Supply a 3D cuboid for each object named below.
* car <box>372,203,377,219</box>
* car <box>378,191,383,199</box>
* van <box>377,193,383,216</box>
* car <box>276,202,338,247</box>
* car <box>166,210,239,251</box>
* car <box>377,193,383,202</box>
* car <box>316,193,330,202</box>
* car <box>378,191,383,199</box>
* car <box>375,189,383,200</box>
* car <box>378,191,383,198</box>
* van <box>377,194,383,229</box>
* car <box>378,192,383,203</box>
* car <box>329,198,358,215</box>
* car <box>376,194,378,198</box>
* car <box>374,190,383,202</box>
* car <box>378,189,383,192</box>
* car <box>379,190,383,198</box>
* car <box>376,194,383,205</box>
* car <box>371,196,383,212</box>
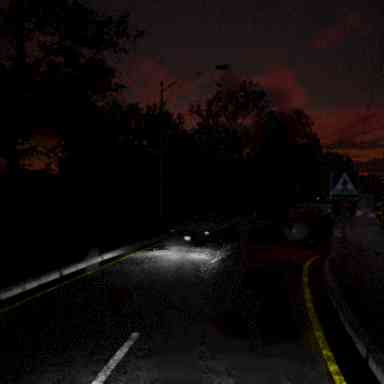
[{"bbox_3d":[14.828,1.500,21.647,5.008,1.535,2.097,1,1,9],"label":"car"},{"bbox_3d":[42.818,0.658,71.339,4.553,1.767,2.185,1,1,10],"label":"car"},{"bbox_3d":[13.498,1.280,19.014,4.442,1.987,1.878,1,1,9],"label":"van"},{"bbox_3d":[5.257,1.435,15.182,1.882,1.535,5.008,1,0,28],"label":"car"},{"bbox_3d":[0.593,1.481,13.901,1.994,1.385,4.181,1,0,23],"label":"car"},{"bbox_3d":[33.949,1.038,55.670,4.674,1.452,2.002,1,1,10],"label":"car"},{"bbox_3d":[20.023,0.904,49.809,2.097,1.767,4.553,1,1,30],"label":"car"},{"bbox_3d":[44.299,0.625,73.949,4.553,1.767,2.185,1,1,10],"label":"car"},{"bbox_3d":[39.857,0.600,66.103,5.566,2.045,2.435,1,2,10],"label":"car"},{"bbox_3d":[48.764,0.657,81.788,5.008,1.535,2.097,1,1,9],"label":"car"},{"bbox_3d":[12.049,1.283,16.386,4.442,1.987,1.878,1,1,9],"label":"van"},{"bbox_3d":[32.503,0.912,53.043,4.553,1.767,2.185,1,2,10],"label":"car"},{"bbox_3d":[15.062,1.353,32.778,1.837,1.490,4.892,1,1,29],"label":"car"},{"bbox_3d":[20.491,1.362,32.176,5.366,1.575,1.946,1,2,9],"label":"car"},{"bbox_3d":[35.415,0.709,58.257,5.566,2.045,2.435,1,2,9],"label":"car"},{"bbox_3d":[31.023,0.952,50.432,4.553,1.767,2.185,1,2,10],"label":"car"},{"bbox_3d":[47.323,0.564,79.152,4.553,1.767,2.185,1,2,9],"label":"car"},{"bbox_3d":[29.481,1.145,47.837,4.792,1.488,2.163,1,2,10],"label":"car"},{"bbox_3d":[21.959,1.320,34.794,5.366,1.575,1.946,1,2,9],"label":"car"}]
